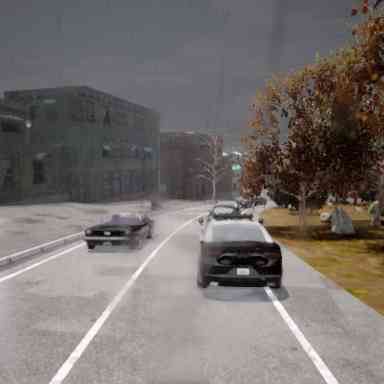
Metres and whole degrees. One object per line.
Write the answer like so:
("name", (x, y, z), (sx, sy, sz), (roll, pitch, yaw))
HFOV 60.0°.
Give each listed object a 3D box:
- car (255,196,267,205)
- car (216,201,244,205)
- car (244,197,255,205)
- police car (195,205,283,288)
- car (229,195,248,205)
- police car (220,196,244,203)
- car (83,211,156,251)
("car", (11.239, 1.393, 55.797), (1.837, 1.490, 4.892), (3, 1, 26))
("car", (1.838, 1.458, 18.997), (1.812, 1.442, 4.674), (1, 0, 6))
("car", (6.740, 1.440, 44.537), (1.895, 1.301, 4.718), (2, 1, 20))
("police car", (1.128, 1.395, 9.294), (1.930, 1.638, 5.238), (0, 0, 2))
("car", (7.947, 1.319, 56.334), (1.994, 1.385, 4.181), (2, 1, 25))
("police car", (2.669, 1.329, 24.940), (1.930, 1.638, 5.238), (1, 0, 9))
("car", (-2.853, 1.528, 14.058), (1.895, 1.301, 4.718), (0, 0, 4))
